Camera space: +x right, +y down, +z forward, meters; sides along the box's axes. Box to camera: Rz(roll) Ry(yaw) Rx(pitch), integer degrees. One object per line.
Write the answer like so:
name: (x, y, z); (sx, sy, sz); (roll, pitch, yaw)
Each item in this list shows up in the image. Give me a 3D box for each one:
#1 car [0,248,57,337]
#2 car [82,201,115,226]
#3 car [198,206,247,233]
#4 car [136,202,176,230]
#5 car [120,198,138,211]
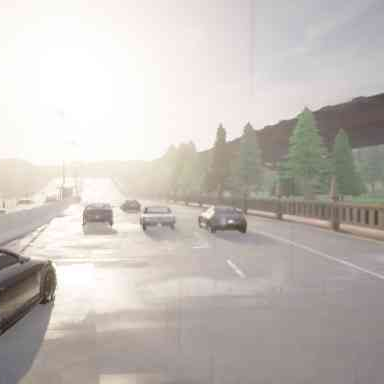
car: (-3.750, 1.546, 5.335); (1.994, 1.385, 4.181); (0, 0, -3)
car: (-6.396, 1.366, 22.863); (1.882, 1.535, 5.008); (0, 0, -13)
car: (1.596, 1.447, 18.752); (1.994, 1.385, 4.181); (0, 0, -10)
car: (-2.219, 1.488, 20.393); (1.895, 1.301, 4.718); (0, 0, -11)
car: (-6.947, 1.368, 37.419); (1.994, 1.385, 4.181); (0, 0, -17)
